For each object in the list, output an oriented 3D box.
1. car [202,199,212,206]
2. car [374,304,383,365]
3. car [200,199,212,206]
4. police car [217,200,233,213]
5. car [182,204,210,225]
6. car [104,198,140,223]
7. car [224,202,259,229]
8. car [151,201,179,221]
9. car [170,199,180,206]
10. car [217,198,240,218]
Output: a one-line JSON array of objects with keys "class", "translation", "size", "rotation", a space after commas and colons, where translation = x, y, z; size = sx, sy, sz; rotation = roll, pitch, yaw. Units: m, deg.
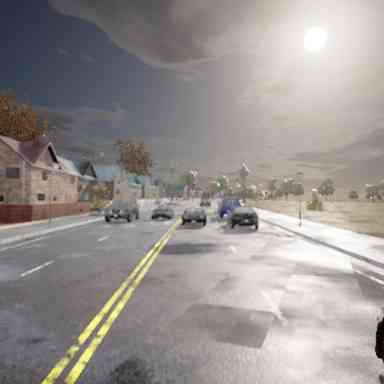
[{"class": "car", "translation": [3.652, 2.511, 79.827], "size": [2.033, 1.411, 5.357], "rotation": [0, -1, 5]}, {"class": "car", "translation": [3.254, 1.460, 2.224], "size": [2.033, 1.649, 4.856], "rotation": [0, -1, 0]}, {"class": "car", "translation": [2.845, 2.204, 70.113], "size": [2.097, 1.767, 4.553], "rotation": [0, -1, 5]}, {"class": "police car", "translation": [4.506, 1.973, 46.087], "size": [1.930, 1.638, 5.238], "rotation": [0, -1, 3]}, {"class": "car", "translation": [0.281, 1.920, 26.962], "size": [1.895, 1.301, 4.718], "rotation": [0, -1, 3]}, {"class": "car", "translation": [-6.059, 1.574, 29.513], "size": [2.150, 2.045, 5.566], "rotation": [0, -1, 2]}, {"class": "car", "translation": [3.613, 1.761, 24.107], "size": [1.882, 1.535, 5.008], "rotation": [0, -1, 2]}, {"class": "car", "translation": [-2.715, 1.930, 32.115], "size": [2.033, 1.411, 5.357], "rotation": [0, -1, 2]}, {"class": "car", "translation": [-3.696, 2.179, 70.026], "size": [2.097, 1.767, 4.553], "rotation": [0, -1, 4]}, {"class": "car", "translation": [3.992, 1.636, 35.078], "size": [2.150, 2.045, 5.566], "rotation": [0, -1, 2]}]
